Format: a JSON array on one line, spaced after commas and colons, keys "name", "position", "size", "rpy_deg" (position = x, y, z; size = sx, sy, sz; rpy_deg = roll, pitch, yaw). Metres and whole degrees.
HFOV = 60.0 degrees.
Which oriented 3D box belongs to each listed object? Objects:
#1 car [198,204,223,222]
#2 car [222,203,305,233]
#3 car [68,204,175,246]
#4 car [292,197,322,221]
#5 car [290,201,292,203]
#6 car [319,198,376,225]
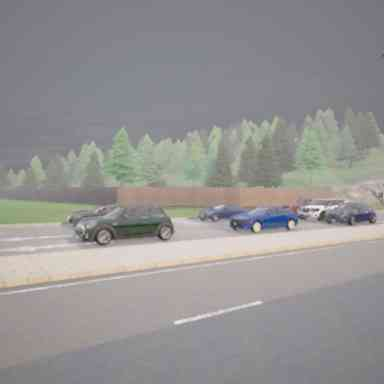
[{"name": "car", "position": [2.722, 1.720, 28.196], "size": [4.674, 1.442, 1.812], "rpy_deg": [1, 0, -34]}, {"name": "car", "position": [4.595, 1.647, 21.008], "size": [5.008, 1.535, 1.882], "rpy_deg": [1, 0, -34]}, {"name": "car", "position": [-3.134, 1.416, 15.750], "size": [4.553, 1.767, 2.097], "rpy_deg": [1, 0, -34]}, {"name": "car", "position": [12.025, 1.570, 30.185], "size": [5.566, 2.045, 2.150], "rpy_deg": [1, 0, -34]}, {"name": "car", "position": [11.546, 1.536, 34.188], "size": [5.566, 2.045, 2.150], "rpy_deg": [1, 0, -34]}, {"name": "car", "position": [12.577, 1.630, 26.432], "size": [4.553, 1.767, 2.097], "rpy_deg": [1, 0, -34]}]
